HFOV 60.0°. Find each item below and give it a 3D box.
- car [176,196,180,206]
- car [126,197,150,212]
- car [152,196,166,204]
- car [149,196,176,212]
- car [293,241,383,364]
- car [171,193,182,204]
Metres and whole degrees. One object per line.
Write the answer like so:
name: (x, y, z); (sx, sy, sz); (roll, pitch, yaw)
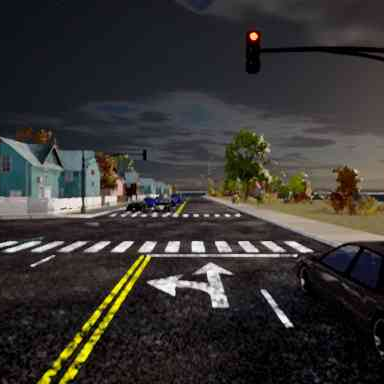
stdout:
car: (-3.283, 1.644, 51.061); (1.895, 1.301, 4.718); (0, 0, 0)
car: (-6.553, 1.629, 39.809); (1.895, 1.301, 4.718); (0, 0, 0)
car: (-6.463, 1.561, 65.242); (2.128, 1.511, 4.902); (0, 0, 1)
car: (-3.305, 1.518, 38.722); (2.128, 1.511, 4.902); (0, 0, 0)
car: (3.359, 1.548, 5.593); (2.033, 1.411, 5.357); (0, 0, 0)
car: (-3.205, 1.285, 66.357); (2.150, 2.045, 5.566); (0, 1, 1)
